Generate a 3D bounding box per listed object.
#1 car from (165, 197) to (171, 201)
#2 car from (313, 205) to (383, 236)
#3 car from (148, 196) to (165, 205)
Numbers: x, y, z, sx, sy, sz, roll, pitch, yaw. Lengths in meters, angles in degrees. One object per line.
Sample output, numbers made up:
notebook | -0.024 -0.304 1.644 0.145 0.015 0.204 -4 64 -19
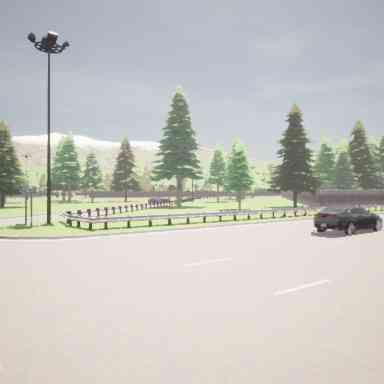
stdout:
car | -5.664 1.601 69.798 1.895 1.301 4.718 0 0 5
car | 8.771 1.502 18.576 4.892 1.490 1.837 1 0 -35
car | -6.658 1.526 59.571 1.812 1.442 4.674 0 0 5
